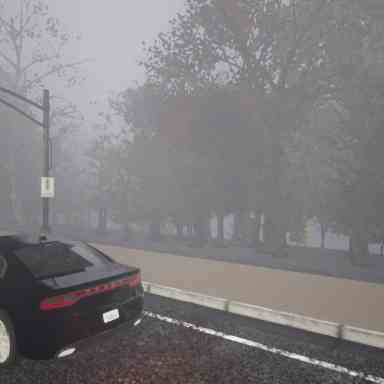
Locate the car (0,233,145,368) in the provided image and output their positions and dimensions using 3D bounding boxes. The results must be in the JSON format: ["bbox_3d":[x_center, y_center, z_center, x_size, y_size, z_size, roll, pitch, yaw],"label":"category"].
[{"bbox_3d":[-3.051,1.477,5.855,5.008,1.535,1.882,0,0,37],"label":"car"}]
